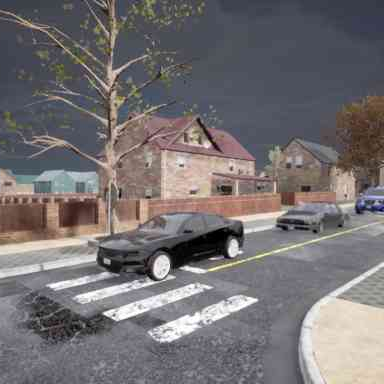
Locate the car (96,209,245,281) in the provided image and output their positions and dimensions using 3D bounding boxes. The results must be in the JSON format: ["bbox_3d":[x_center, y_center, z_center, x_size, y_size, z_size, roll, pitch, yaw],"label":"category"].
[{"bbox_3d":[-0.374,1.302,9.665,1.882,1.535,5.008,1,2,40],"label":"car"}]

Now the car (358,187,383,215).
[{"bbox_3d":[14.224,0.677,25.096,2.150,2.045,5.566,1,1,44],"label":"car"}]

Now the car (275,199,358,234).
[{"bbox_3d":[6.355,1.194,17.011,2.033,1.411,5.357,1,2,44],"label":"car"}]
